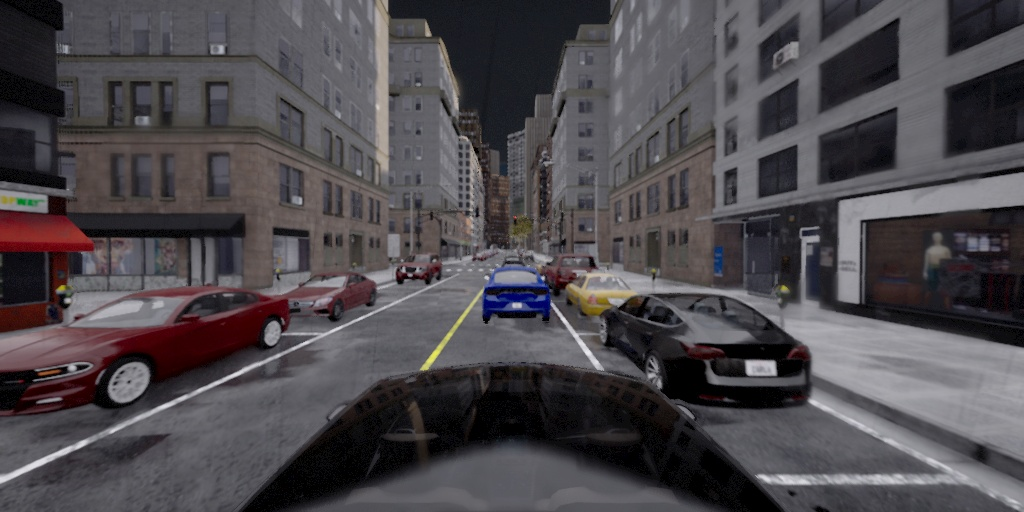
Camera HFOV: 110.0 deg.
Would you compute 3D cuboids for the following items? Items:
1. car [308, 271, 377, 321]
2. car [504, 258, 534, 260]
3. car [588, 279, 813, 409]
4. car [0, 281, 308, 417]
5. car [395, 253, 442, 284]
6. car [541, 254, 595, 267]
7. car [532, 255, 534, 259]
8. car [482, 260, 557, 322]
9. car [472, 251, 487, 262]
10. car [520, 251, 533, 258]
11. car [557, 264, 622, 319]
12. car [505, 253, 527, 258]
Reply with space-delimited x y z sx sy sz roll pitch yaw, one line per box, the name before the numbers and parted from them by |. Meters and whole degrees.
car | -5.753 1.173 11.641 1.802 1.307 4.207 0 0 0
car | 0.112 0.998 20.834 1.994 1.385 4.181 0 1 0
car | 2.767 1.248 6.075 1.948 1.339 4.313 0 0 0
car | -5.758 1.227 6.090 1.888 1.381 4.507 0 0 0
car | -5.742 0.715 22.746 2.192 1.841 5.009 0 0 0
car | 2.778 0.812 17.180 2.192 1.841 5.009 0 0 0
car | 2.789 0.825 28.454 1.751 1.417 4.829 0 0 0
car | 0.096 1.069 11.571 1.882 1.535 5.008 0 1 -1
car | -5.705 0.202 60.399 1.888 1.381 4.507 0 0 0
car | 2.820 0.208 60.384 2.007 1.370 4.403 0 0 0
car | 2.773 1.116 11.796 1.751 1.417 4.829 0 0 0
car | 0.075 0.759 30.694 1.837 1.490 4.892 0 1 0
